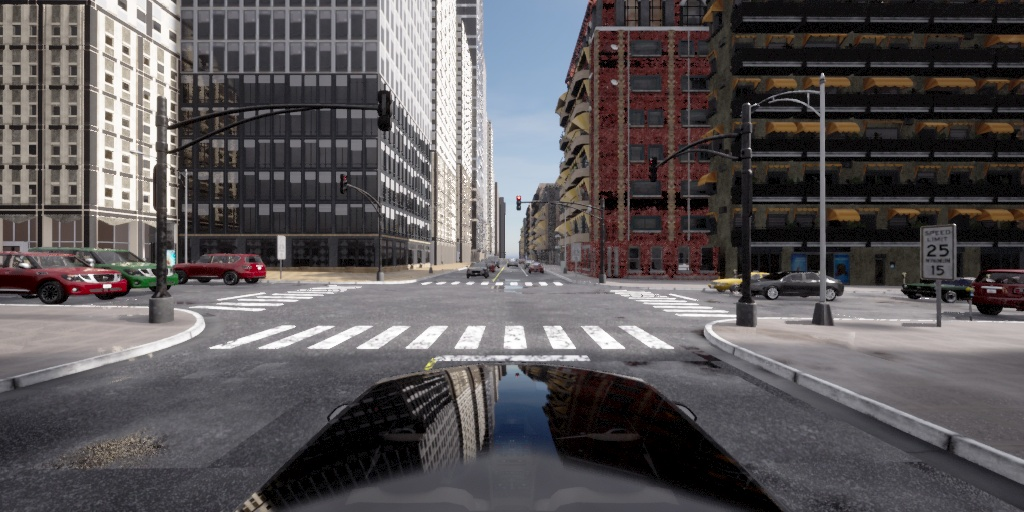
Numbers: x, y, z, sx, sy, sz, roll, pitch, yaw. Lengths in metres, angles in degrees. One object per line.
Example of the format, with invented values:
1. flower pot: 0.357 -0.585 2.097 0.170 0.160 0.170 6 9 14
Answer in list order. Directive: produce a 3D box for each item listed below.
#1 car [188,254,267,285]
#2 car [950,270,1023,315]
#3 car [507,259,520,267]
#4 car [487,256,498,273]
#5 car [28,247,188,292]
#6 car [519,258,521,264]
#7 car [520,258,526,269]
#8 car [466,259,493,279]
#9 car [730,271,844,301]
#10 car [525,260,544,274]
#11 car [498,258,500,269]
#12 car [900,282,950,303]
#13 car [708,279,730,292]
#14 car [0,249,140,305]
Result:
1. car: -17.696 0.776 21.673 5.009 1.841 2.192 0 0 0
2. car: 20.607 1.461 13.634 5.009 1.841 2.192 0 0 0
3. car: 0.138 1.338 65.040 1.994 1.385 4.181 0 0 1
4. car: -3.068 1.112 42.750 2.097 1.767 4.553 0 0 0
5. car: -18.240 0.658 15.883 5.566 2.045 2.150 1 0 0
6. car: 2.731 1.321 60.205 2.007 1.370 4.403 0 0 0
7. car: 2.726 1.317 54.557 2.007 1.370 4.403 0 0 0
8. car: -3.074 1.260 32.993 1.837 1.490 4.892 0 0 0
9. car: 14.926 1.562 19.316 4.892 1.490 1.837 1 0 2
10. car: 2.768 1.341 41.639 1.802 1.307 4.207 0 0 0
11. car: -3.053 0.992 57.210 2.150 2.045 5.566 0 0 0
12. car: 24.217 1.827 19.421 4.718 1.301 1.895 1 0 -1
13. car: 14.644 1.587 21.934 4.829 1.417 1.751 0 0 0
14. car: -17.567 0.757 13.294 5.009 1.841 2.192 0 0 0
